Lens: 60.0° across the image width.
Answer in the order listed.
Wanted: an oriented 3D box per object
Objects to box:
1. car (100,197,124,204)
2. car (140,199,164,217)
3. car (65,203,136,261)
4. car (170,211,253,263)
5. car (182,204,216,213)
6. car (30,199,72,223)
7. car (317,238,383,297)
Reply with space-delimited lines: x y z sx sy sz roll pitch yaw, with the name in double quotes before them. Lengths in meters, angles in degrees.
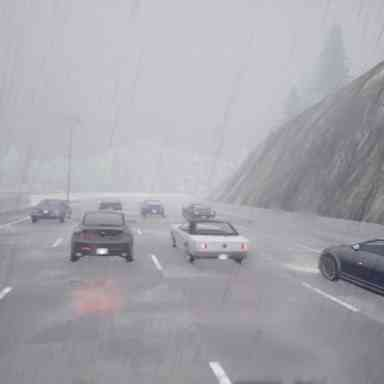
"car" -7.032 1.171 29.020 1.882 1.535 5.008 3 0 -12
"car" -3.539 1.376 29.331 1.812 1.442 4.674 3 0 -13
"car" -3.037 1.372 11.597 1.837 1.490 4.892 3 0 -13
"car" 0.439 1.623 12.073 1.895 1.301 4.718 3 0 -13
"car" 0.440 1.628 27.586 1.895 1.301 4.718 3 0 -13
"car" -8.911 1.155 21.433 2.033 1.411 5.357 3 0 -13
"car" 4.962 1.787 8.050 1.994 1.385 4.181 3 0 -13
